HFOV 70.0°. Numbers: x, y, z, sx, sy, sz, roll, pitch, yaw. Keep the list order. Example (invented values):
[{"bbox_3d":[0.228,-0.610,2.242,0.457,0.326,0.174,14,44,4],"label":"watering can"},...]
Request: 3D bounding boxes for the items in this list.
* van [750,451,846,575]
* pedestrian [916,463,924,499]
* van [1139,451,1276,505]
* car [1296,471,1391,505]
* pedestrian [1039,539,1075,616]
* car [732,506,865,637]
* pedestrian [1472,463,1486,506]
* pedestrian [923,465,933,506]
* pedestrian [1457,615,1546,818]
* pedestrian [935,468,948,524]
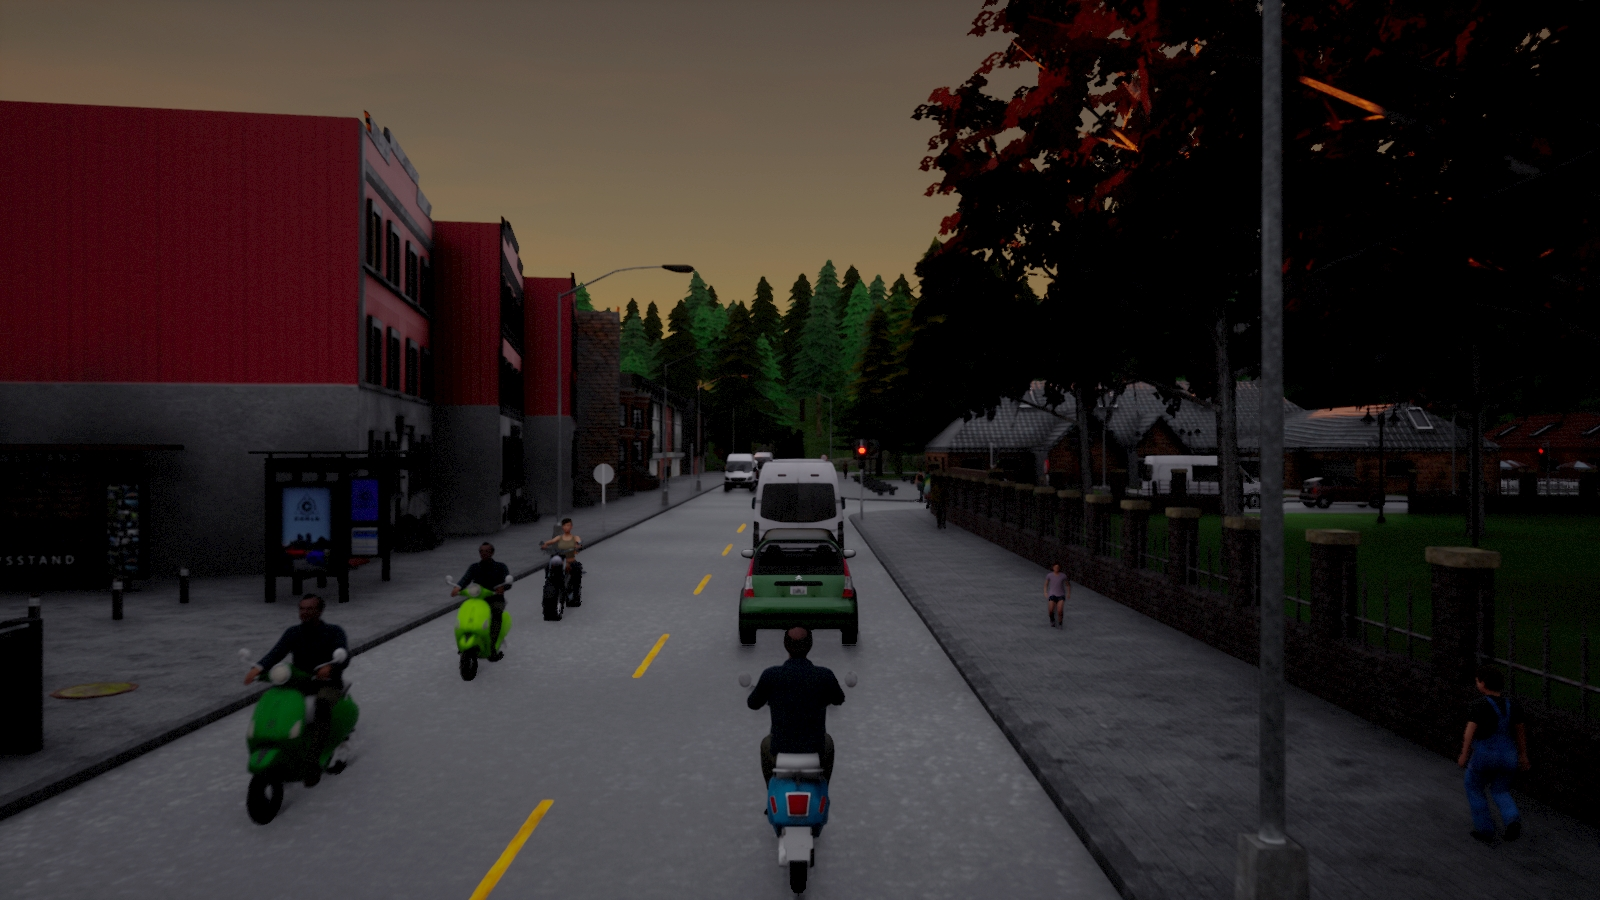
[{"bbox_3d":[-0.049,1.315,26.733,1.988,2.561,5.915,0,0,0],"label":"van"},{"bbox_3d":[6.302,1.631,60.083,0.375,1.860,0.375,0,0,18],"label":"pedestrian"},{"bbox_3d":[19.579,1.316,55.041,5.915,2.561,1.988,0,0,1],"label":"van"},{"bbox_3d":[26.116,1.808,54.979,3.705,1.549,1.789,0,0,0],"label":"car"},{"bbox_3d":[3.865,1.905,17.171,0.500,1.100,0.500,0,0,17],"label":"pedestrian"},{"bbox_3d":[-0.026,1.780,17.853,1.851,1.617,3.988,0,0,0],"label":"car"},{"bbox_3d":[30.083,1.527,50.622,0.375,1.860,0.375,0,0,-7],"label":"pedestrian"},{"bbox_3d":[5.898,1.630,52.574,0.375,1.860,0.375,0,0,15],"label":"pedestrian"},{"bbox_3d":[4.789,1.806,7.809,0.375,1.300,0.375,0,0,-2],"label":"pedestrian"},{"bbox_3d":[4.730,1.527,38.272,0.375,1.860,0.375,0,0,-2],"label":"pedestrian"}]
